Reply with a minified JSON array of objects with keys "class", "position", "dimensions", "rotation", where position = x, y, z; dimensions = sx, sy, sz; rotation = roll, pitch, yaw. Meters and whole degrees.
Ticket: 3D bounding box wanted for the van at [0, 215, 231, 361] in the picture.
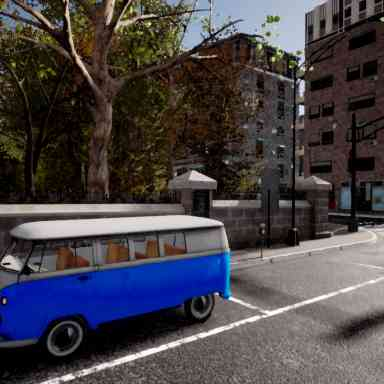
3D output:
[{"class":"van","position":[-1.186,1.342,5.655],"dimensions":[3.998,1.788,1.690],"rotation":[0,1,-36]}]
